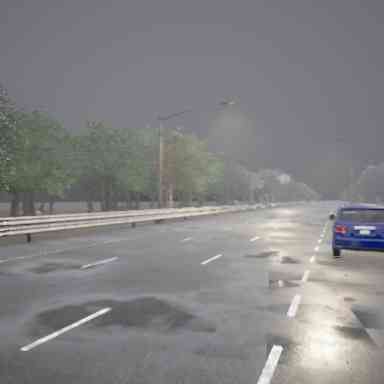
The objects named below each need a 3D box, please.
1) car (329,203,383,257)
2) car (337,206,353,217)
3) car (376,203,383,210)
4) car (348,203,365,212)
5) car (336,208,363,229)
[{"bbox_3d":[7.137,1.568,14.108,2.150,2.045,5.566,-1,-2,24],"label":"car"},{"bbox_3d":[20.426,2.617,44.464,1.895,1.301,4.718,-1,-2,25],"label":"car"},{"bbox_3d":[43.998,3.222,75.576,4.902,1.511,2.128,1,-2,-38],"label":"car"},{"bbox_3d":[29.990,2.860,60.722,1.882,1.535,5.008,-2,-2,37],"label":"car"},{"bbox_3d":[13.415,2.148,28.485,1.882,1.535,5.008,-1,-2,24],"label":"car"}]
